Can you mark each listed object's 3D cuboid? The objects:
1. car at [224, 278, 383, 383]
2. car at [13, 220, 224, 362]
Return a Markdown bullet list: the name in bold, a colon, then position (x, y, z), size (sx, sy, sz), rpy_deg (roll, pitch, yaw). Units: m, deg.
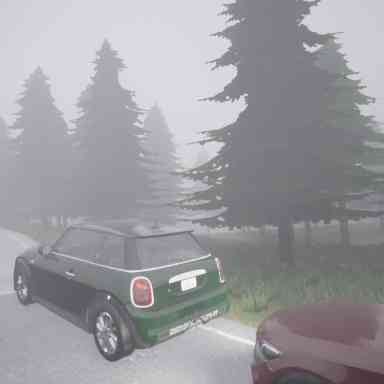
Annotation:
- **car**: position (2.757, 1.532, 2.592), size (4.674, 1.442, 1.812), rpy_deg (1, 0, 36)
- **car**: position (-1.576, 1.309, 6.208), size (4.553, 1.767, 2.097), rpy_deg (1, 1, 44)
